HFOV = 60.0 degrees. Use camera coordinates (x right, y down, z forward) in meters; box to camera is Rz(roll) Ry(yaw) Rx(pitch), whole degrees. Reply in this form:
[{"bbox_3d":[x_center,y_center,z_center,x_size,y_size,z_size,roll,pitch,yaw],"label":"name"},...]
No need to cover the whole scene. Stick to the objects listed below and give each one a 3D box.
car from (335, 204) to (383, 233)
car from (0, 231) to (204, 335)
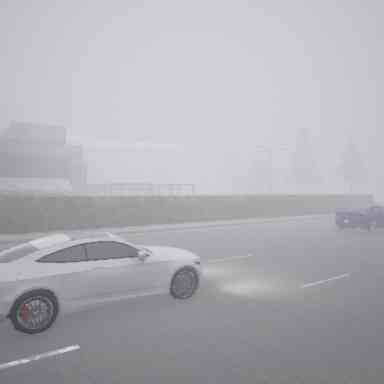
[{"bbox_3d":[10.585,1.477,19.881,5.008,1.535,1.882,0,0,-35],"label":"car"},{"bbox_3d":[-1.923,1.526,6.689,4.674,1.442,1.812,0,0,-36],"label":"car"}]
